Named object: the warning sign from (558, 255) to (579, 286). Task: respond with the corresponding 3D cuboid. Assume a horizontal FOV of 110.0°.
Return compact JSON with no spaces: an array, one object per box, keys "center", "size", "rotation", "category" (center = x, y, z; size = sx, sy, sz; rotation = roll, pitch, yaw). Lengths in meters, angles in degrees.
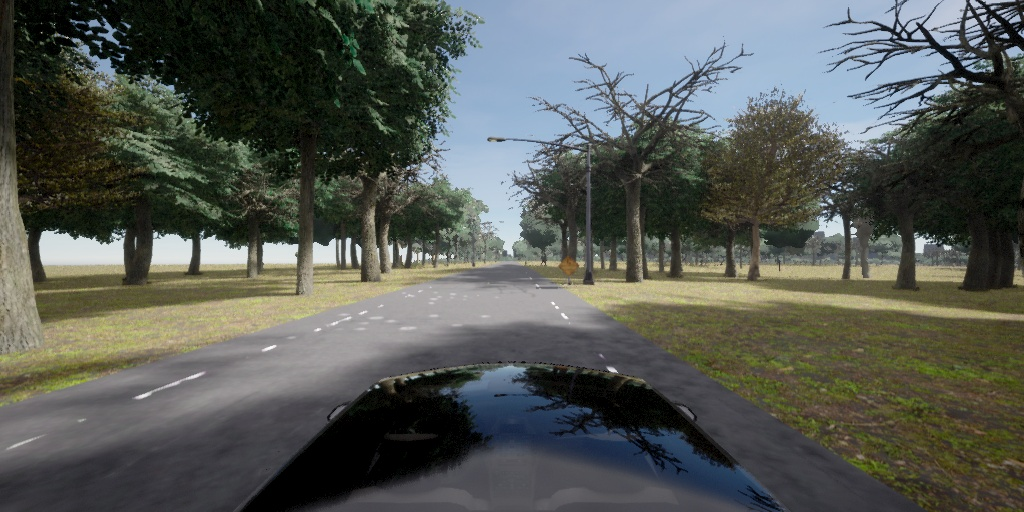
[{"center":[3.550,0.897,22.220],"size":[1.300,1.860,1.060],"rotation":[0,0,0],"category":"warning sign"}]
